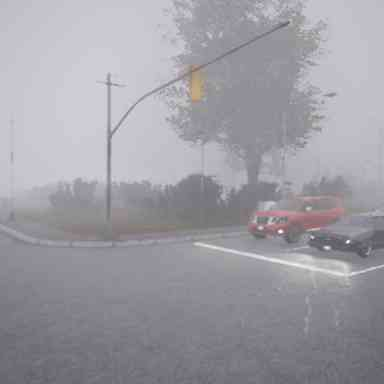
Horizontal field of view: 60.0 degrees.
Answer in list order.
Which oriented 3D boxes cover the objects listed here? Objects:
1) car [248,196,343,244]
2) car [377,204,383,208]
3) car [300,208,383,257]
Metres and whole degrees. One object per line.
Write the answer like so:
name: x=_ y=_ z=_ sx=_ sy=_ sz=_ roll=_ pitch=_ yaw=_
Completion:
car: x=5.301 y=1.251 z=16.382 sx=5.566 sy=2.045 sz=2.150 roll=0 pitch=0 yaw=-35
car: x=13.362 y=1.519 z=22.102 sx=5.008 sy=1.535 sz=1.882 roll=0 pitch=0 yaw=-35
car: x=6.905 y=1.576 z=13.228 sx=5.357 sy=1.411 sz=2.033 roll=0 pitch=0 yaw=-36
